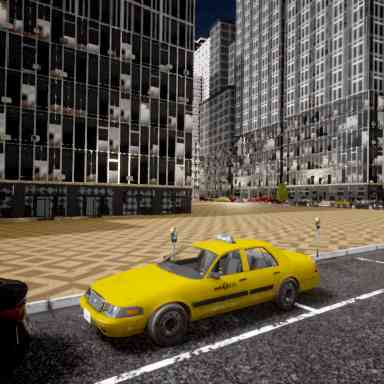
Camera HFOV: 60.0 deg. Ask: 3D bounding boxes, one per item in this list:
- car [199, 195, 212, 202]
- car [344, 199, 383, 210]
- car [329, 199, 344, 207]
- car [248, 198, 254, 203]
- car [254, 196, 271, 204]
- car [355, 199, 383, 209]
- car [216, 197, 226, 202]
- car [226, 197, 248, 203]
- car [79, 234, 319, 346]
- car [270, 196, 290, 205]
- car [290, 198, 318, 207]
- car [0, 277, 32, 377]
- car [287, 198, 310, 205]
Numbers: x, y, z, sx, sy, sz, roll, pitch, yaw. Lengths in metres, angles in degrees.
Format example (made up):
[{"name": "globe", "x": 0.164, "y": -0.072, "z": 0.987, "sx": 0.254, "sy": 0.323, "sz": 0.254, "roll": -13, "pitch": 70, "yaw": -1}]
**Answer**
[{"name": "car", "x": 3.612, "y": 1.698, "z": 89.813, "sx": 2.192, "sy": 1.841, "sz": 5.009, "roll": 1, "pitch": -1, "yaw": -22}, {"name": "car", "x": 22.592, "y": 1.653, "z": 43.201, "sx": 2.008, "sy": 1.369, "sz": 4.403, "roll": 1, "pitch": -1, "yaw": -22}, {"name": "car", "x": 25.601, "y": 1.839, "z": 56.702, "sx": 1.752, "sy": 1.417, "sz": 4.829, "roll": 1, "pitch": -1, "yaw": -22}, {"name": "car", "x": 15.114, "y": 2.051, "z": 82.450, "sx": 1.802, "sy": 1.307, "sz": 4.206, "roll": 1, "pitch": -1, "yaw": -22}, {"name": "car", "x": 17.228, "y": 1.753, "z": 77.272, "sx": 2.192, "sy": 1.841, "sz": 5.009, "roll": 1, "pitch": -1, "yaw": -22}, {"name": "car", "x": 27.776, "y": 1.833, "z": 51.363, "sx": 2.008, "sy": 1.369, "sz": 4.403, "roll": 1, "pitch": -1, "yaw": -22}, {"name": "car", "x": 7.892, "y": 1.845, "z": 79.296, "sx": 1.752, "sy": 1.417, "sz": 4.829, "roll": 1, "pitch": -1, "yaw": -22}, {"name": "car", "x": 9.938, "y": 1.729, "z": 74.275, "sx": 1.967, "sy": 1.590, "sz": 4.097, "roll": 1, "pitch": -1, "yaw": -22}, {"name": "car", "x": 0.420, "y": 1.528, "z": 6.330, "sx": 4.829, "sy": 1.417, "sz": 1.752, "roll": 0, "pitch": 1, "yaw": -35}, {"name": "car", "x": 16.266, "y": 1.636, "z": 58.739, "sx": 1.967, "sy": 1.590, "sz": 4.097, "roll": 1, "pitch": -1, "yaw": -22}, {"name": "car", "x": 18.374, "y": 1.715, "z": 53.559, "sx": 2.008, "sy": 1.369, "sz": 4.403, "roll": 1, "pitch": -1, "yaw": -22}, {"name": "car", "x": -3.944, "y": 1.565, "z": 3.272, "sx": 4.313, "sy": 1.339, "sz": 1.947, "roll": 0, "pitch": 1, "yaw": -36}, {"name": "car", "x": 21.445, "y": 1.926, "z": 66.907, "sx": 2.008, "sy": 1.369, "sz": 4.403, "roll": 1, "pitch": -1, "yaw": -22}]
